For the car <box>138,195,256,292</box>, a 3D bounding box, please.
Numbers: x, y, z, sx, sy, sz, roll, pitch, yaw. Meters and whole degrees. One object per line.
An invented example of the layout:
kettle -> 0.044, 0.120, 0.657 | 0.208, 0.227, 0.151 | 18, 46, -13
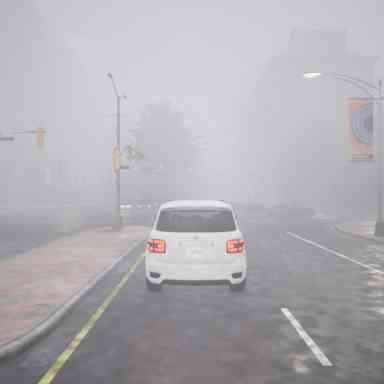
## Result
car -> 0.099, 1.221, 9.059 | 2.150, 2.045, 5.566 | 0, 0, 0

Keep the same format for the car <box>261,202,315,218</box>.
car -> 8.613, 1.564, 29.288 | 4.181, 1.385, 1.994 | 0, 0, 0

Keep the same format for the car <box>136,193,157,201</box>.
car -> -7.902, 1.352, 57.940 | 2.097, 1.767, 4.553 | 0, 0, 0

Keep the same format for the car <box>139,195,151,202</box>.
car -> -11.252, 1.525, 80.077 | 2.128, 1.511, 4.902 | 0, 0, 0

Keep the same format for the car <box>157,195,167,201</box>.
car -> -7.733, 1.552, 86.256 | 1.994, 1.385, 4.181 | 0, 0, 0

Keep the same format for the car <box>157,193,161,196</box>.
car -> -7.818, 1.525, 66.824 | 1.812, 1.442, 4.674 | 0, 0, 1

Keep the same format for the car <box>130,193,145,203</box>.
car -> -11.285, 1.225, 69.639 | 2.150, 2.045, 5.566 | 0, 0, 0

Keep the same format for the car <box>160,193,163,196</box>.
car -> -7.764, 1.225, 76.441 | 2.150, 2.045, 5.566 | 0, 0, 0

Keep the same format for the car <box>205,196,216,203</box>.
car -> 3.814, 1.547, 68.981 | 2.033, 1.411, 5.357 | 0, 0, 0

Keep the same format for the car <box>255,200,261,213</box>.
car -> 5.969, 1.491, 32.783 | 4.902, 1.511, 2.128 | 0, 0, 0

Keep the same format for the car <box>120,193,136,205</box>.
car -> -11.384, 1.491, 59.720 | 2.128, 1.511, 4.902 | 0, 0, 1
